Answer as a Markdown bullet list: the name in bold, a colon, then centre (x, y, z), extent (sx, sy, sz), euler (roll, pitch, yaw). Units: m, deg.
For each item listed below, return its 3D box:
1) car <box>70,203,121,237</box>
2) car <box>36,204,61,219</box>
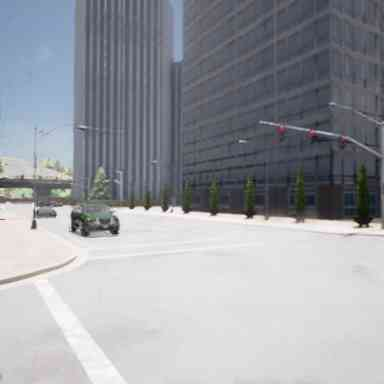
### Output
- **car**: centre (-6.550, 1.747, 22.094), extent (2.150, 2.045, 5.566), euler (1, -1, -31)
- **car**: centre (-17.636, 2.462, 40.296), extent (1.994, 1.385, 4.181), euler (1, -1, -31)
